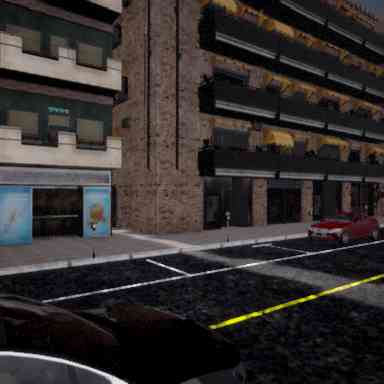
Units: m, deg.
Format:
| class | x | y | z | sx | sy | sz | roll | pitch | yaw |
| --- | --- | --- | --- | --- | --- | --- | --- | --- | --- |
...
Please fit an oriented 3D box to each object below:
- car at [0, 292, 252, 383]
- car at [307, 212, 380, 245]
| class | x | y | z | sx | sy | sz | roll | pitch | yaw |
| --- | --- | --- | --- | --- | --- | --- | --- | --- | --- |
| car | -1.704 | 1.505 | 2.218 | 4.892 | 1.490 | 1.837 | 0 | 0 | -36 |
| car | 7.172 | 1.582 | 15.538 | 4.206 | 1.307 | 1.802 | 0 | 0 | -35 |
